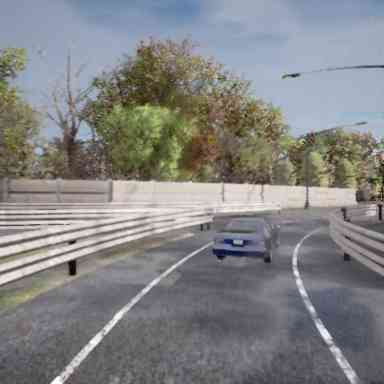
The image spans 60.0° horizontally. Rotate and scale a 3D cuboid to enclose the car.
[{"bbox_3d":[2.187,1.563,12.376,2.033,1.411,5.357,0,0,19],"label":"car"}]
